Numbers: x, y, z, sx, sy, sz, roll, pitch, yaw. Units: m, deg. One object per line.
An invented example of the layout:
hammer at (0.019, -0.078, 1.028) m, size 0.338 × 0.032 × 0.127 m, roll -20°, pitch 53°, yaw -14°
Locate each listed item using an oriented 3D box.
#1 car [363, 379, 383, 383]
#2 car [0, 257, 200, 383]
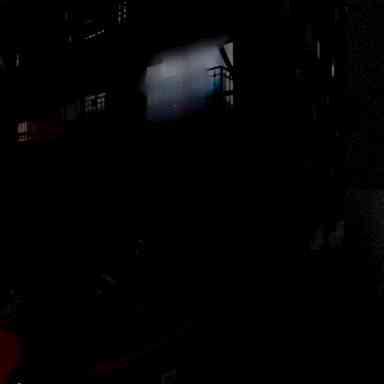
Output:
car at (2.569, 1.567, 1.047) m, size 4.313 × 1.339 × 1.947 m, roll 0°, pitch 0°, yaw 35°
car at (-2.023, 1.542, 4.315) m, size 4.507 × 1.381 × 1.887 m, roll 0°, pitch 0°, yaw 35°
